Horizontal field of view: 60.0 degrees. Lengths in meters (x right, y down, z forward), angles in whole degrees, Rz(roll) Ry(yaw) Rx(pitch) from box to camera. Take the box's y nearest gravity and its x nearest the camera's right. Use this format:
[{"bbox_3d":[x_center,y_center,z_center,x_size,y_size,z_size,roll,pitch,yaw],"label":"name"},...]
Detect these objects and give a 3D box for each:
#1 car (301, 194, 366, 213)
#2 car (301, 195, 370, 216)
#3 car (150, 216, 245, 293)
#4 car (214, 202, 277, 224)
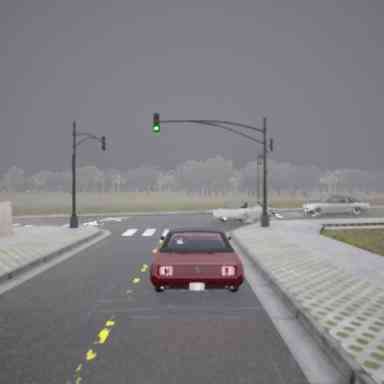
[{"bbox_3d":[12.362,1.026,29.343,4.892,1.490,1.837,-2,-1,1],"label":"car"},{"bbox_3d":[11.119,1.123,26.108,4.718,1.301,1.895,-2,-1,1],"label":"car"},{"bbox_3d":[0.101,1.555,8.718,1.895,1.301,4.718,0,0,0],"label":"car"},{"bbox_3d":[3.648,1.309,22.018,4.718,1.301,1.895,-1,-1,-44],"label":"car"}]
